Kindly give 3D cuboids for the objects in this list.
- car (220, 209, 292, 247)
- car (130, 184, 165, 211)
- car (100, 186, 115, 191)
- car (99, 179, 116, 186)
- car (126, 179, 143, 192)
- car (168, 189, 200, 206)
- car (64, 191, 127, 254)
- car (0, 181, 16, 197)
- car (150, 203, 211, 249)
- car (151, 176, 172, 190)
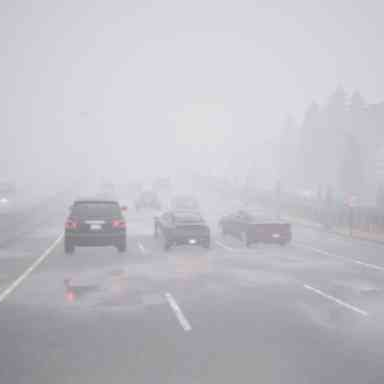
[{"bbox_3d":[2.815,1.548,15.847,1.882,1.535,5.008,1,1,-14],"label":"car"},{"bbox_3d":[-4.004,0.581,29.129,2.097,1.767,4.553,1,4,-14],"label":"car"},{"bbox_3d":[-7.455,0.654,28.509,2.128,1.511,4.902,1,5,-13],"label":"car"},{"bbox_3d":[-10.904,-0.972,42.895,1.837,1.490,4.892,1,7,-14],"label":"car"},{"bbox_3d":[-7.502,-0.919,43.716,1.837,1.490,4.892,1,7,-14],"label":"car"},{"bbox_3d":[-0.654,0.832,30.162,1.994,1.385,4.181,1,5,-13],"label":"car"},{"bbox_3d":[-3.871,1.191,13.724,2.150,2.045,5.566,1,1,-14],"label":"car"},{"bbox_3d":[-19.723,-0.384,34.597,1.812,1.442,4.674,1,6,-13],"label":"car"},{"bbox_3d":[-0.544,1.530,14.844,1.837,1.490,4.892,1,2,-14],"label":"car"},{"bbox_3d":[-4.096,-1.159,44.540,2.150,2.045,5.566,1,7,-14],"label":"car"}]
